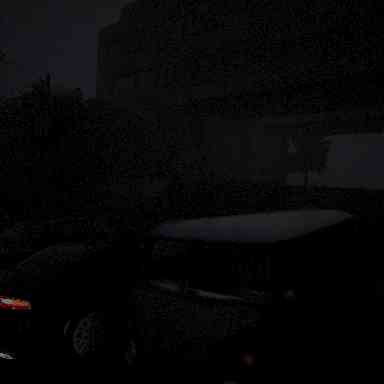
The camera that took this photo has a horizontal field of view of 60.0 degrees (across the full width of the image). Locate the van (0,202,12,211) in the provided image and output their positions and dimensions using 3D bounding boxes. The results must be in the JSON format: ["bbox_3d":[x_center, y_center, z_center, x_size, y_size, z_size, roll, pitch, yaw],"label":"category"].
[{"bbox_3d":[-7.958,1.336,11.102,1.878,1.987,4.442,0,0,36],"label":"van"}]

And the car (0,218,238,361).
[{"bbox_3d":[-1.307,1.509,6.207,2.097,1.535,5.008,0,0,35],"label":"car"}]

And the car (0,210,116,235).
[{"bbox_3d":[-3.460,1.401,7.787,2.185,1.767,4.553,0,0,36],"label":"car"}]
